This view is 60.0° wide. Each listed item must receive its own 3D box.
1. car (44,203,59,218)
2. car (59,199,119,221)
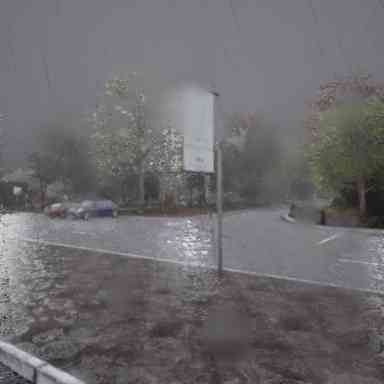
[{"bbox_3d":[-11.168,1.634,30.501,2.002,1.452,4.674,0,0,35],"label":"car"},{"bbox_3d":[-8.548,1.450,28.717,2.185,1.767,4.553,0,0,35],"label":"car"}]
